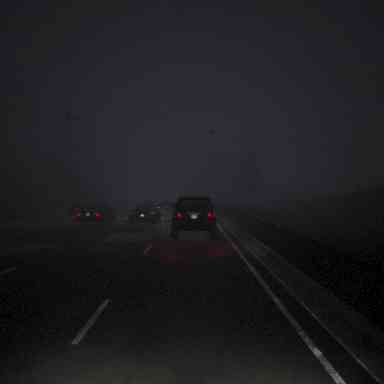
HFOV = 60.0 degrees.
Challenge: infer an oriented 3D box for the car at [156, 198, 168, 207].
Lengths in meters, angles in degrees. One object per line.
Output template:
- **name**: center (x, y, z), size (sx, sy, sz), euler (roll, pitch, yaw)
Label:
- **car**: center (-3.395, 1.606, 45.316), size (1.895, 1.301, 4.718), euler (0, 0, 0)

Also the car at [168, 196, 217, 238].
- **car**: center (0.102, 1.222, 17.872), size (2.150, 2.045, 5.566), euler (0, 0, 0)

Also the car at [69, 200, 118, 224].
- **car**: center (-6.892, 1.550, 24.517), size (2.033, 1.411, 5.357), euler (0, 0, 0)

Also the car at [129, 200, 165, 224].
- **car**: center (-3.398, 1.566, 24.706), size (1.994, 1.385, 4.181), euler (0, 0, 0)

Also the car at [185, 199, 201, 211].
- **car**: center (0.106, 1.605, 41.796), size (1.895, 1.301, 4.718), euler (0, 0, 0)

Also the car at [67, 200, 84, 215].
- **car**: center (-10.398, 1.481, 32.191), size (1.882, 1.535, 5.008), euler (0, 0, 0)

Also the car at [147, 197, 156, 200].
- **car**: center (-6.893, 1.570, 57.583), size (1.994, 1.385, 4.181), euler (0, 0, 0)
